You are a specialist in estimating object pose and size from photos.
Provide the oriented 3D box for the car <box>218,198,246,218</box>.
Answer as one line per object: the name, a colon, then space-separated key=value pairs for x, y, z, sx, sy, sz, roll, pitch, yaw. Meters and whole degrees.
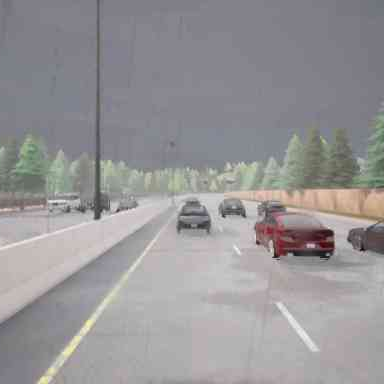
car: x=3.602 y=1.353 z=30.646 sx=2.097 sy=1.767 sz=4.553 roll=0 pitch=0 yaw=0

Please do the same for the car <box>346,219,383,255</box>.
car: x=7.095 y=1.547 z=10.836 sx=2.033 sy=1.411 sz=5.357 roll=0 pitch=0 yaw=0

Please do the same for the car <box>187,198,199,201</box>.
car: x=0.103 y=1.506 z=40.278 sx=1.837 sy=1.490 sz=4.892 roll=0 pitch=0 yaw=0

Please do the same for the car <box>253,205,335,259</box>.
car: x=3.600 y=1.478 z=12.570 sx=1.882 sy=1.535 sz=5.008 roll=0 pitch=0 yaw=0

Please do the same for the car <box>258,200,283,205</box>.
car: x=7.102 y=1.505 z=29.926 sx=1.837 sy=1.490 sz=4.892 roll=0 pitch=0 yaw=0

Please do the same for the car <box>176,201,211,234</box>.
car: x=0.101 y=1.492 z=19.350 sx=2.128 sy=1.511 sz=4.902 roll=0 pitch=0 yaw=0
